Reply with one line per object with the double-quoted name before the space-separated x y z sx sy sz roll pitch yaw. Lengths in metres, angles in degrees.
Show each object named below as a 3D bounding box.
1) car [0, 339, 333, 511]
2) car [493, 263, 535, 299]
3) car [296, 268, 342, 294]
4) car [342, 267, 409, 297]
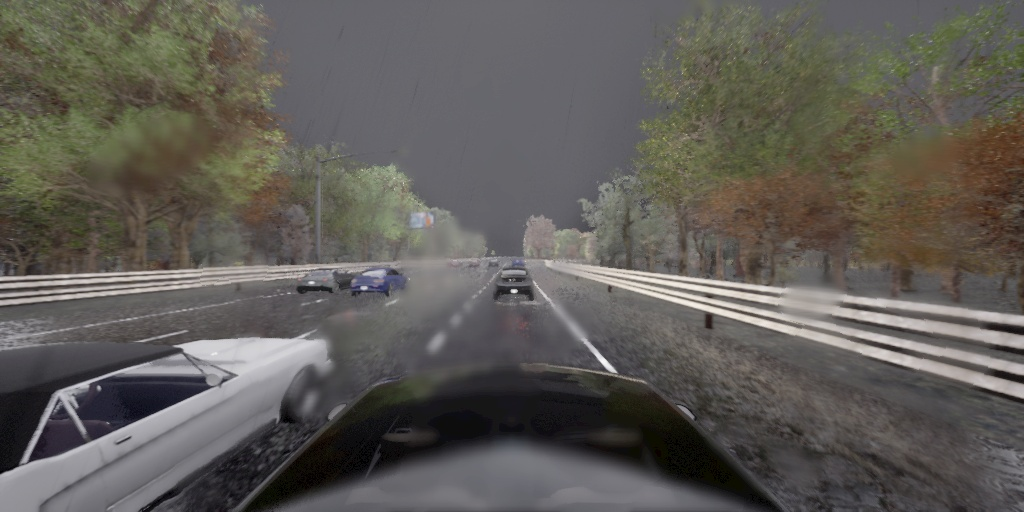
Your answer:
"car" -3.401 1.354 2.824 1.895 1.301 4.718 0 0 0
"car" 0.096 1.304 18.333 1.837 1.490 4.892 0 0 0
"car" -10.404 1.368 20.619 1.994 1.385 4.181 0 0 0
"car" -6.905 1.325 19.056 1.812 1.442 4.674 0 0 0
